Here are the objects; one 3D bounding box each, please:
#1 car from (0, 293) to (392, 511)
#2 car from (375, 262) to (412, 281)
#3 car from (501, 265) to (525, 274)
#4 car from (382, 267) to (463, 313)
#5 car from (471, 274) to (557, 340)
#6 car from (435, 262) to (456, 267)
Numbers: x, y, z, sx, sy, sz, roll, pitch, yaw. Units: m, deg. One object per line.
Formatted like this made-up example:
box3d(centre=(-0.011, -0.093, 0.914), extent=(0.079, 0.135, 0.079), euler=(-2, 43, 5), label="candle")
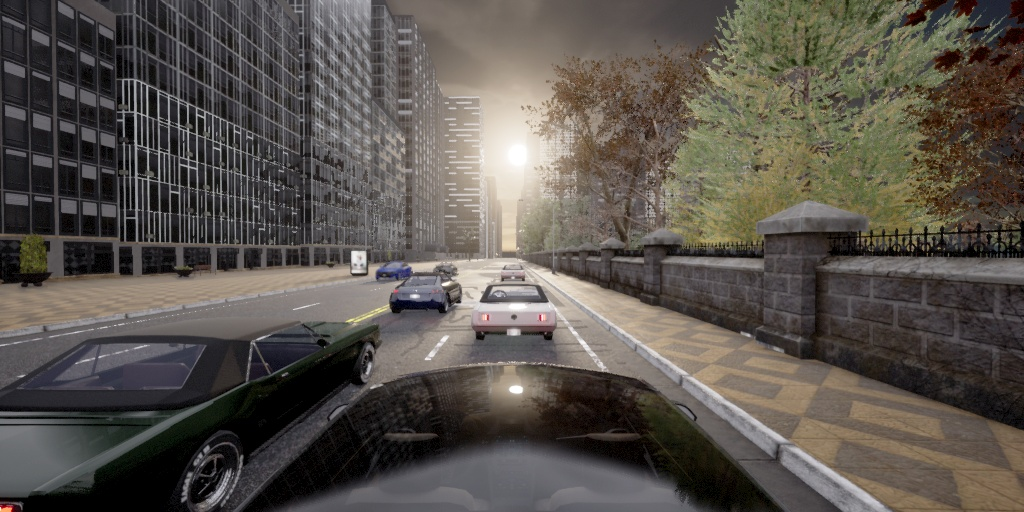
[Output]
box3d(centre=(-3.149, 1.350, 4.068), extent=(1.895, 1.301, 4.718), euler=(0, 0, 0), label="car")
box3d(centre=(-9.840, 1.227, 30.151), extent=(1.882, 1.535, 5.008), euler=(0, 0, 0), label="car")
box3d(centre=(0.089, 1.350, 29.295), extent=(1.895, 1.301, 4.718), euler=(0, 0, 0), label="car")
box3d(centre=(-3.164, 1.311, 13.918), extent=(1.994, 1.385, 4.181), euler=(0, 0, 2), label="car")
box3d(centre=(0.061, 1.349, 9.921), extent=(1.895, 1.301, 4.718), euler=(0, 0, 0), label="car")
box3d(centre=(-6.579, 1.315, 35.660), extent=(1.994, 1.385, 4.181), euler=(0, 0, 0), label="car")
